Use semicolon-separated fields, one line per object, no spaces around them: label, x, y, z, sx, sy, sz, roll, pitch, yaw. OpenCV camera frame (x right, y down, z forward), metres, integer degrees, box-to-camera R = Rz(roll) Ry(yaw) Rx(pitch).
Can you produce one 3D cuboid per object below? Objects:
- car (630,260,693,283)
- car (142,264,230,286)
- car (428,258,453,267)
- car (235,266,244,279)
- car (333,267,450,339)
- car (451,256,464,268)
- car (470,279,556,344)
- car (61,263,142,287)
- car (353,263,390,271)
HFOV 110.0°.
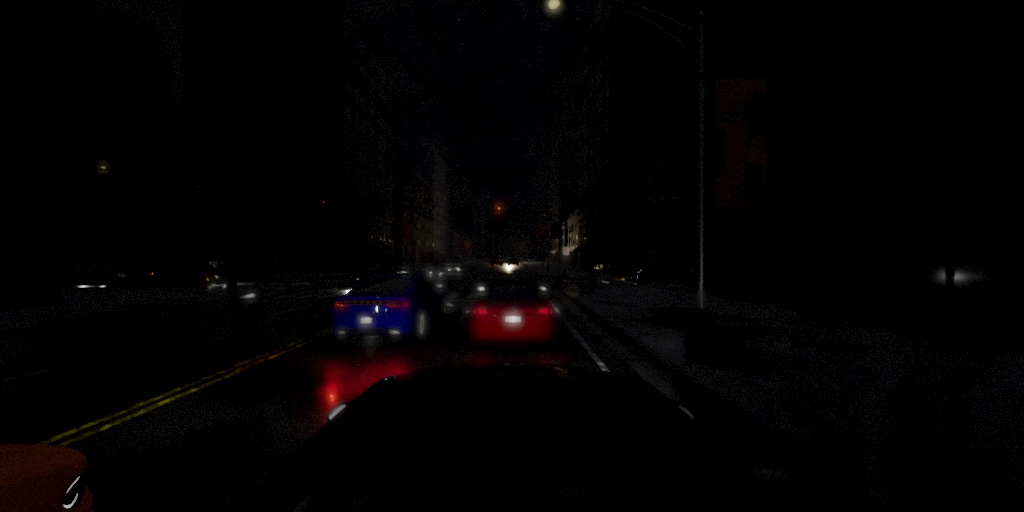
car;11.629;1.138;28.037;4.553;1.767;2.097;0;0;2
car;-22.526;1.306;24.992;4.181;1.385;1.994;0;0;1
car;-9.702;1.292;47.592;2.033;1.411;5.357;0;0;0
car;-25.286;1.328;30.497;4.313;1.339;1.948;0;0;0
car;-3.123;1.227;10.151;1.882;1.535;5.008;0;0;0
car;-9.636;0.963;61.923;2.150;2.045;5.566;0;0;1
car;0.028;1.314;9.623;1.994;1.385;4.181;0;0;0
car;-25.353;1.171;22.473;4.097;1.591;1.967;0;0;0
car;-9.778;1.252;25.162;1.837;1.490;4.892;0;0;0
